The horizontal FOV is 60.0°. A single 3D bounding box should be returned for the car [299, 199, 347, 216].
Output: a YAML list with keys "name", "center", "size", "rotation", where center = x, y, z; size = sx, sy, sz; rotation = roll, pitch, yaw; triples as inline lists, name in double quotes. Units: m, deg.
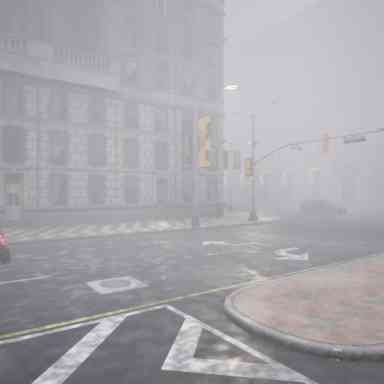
- name: "car"
  center: [12.908, 1.564, 32.655]
  size: [1.994, 1.385, 4.181]
  rotation: [0, 0, -36]

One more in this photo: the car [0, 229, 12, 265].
- name: "car"
  center: [-7.317, 1.352, 8.608]
  size: [4.553, 1.767, 2.097]
  rotation: [0, 0, -35]

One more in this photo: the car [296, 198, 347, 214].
- name: "car"
  center: [14.232, 1.492, 36.813]
  size: [2.128, 1.511, 4.902]
  rotation: [0, 0, -36]

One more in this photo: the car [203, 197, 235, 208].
- name: "car"
  center: [4.047, 1.547, 51.034]
  size: [2.033, 1.411, 5.357]
  rotation: [0, 0, -35]

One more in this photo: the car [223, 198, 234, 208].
- name: "car"
  center: [3.683, 1.504, 45.531]
  size: [1.837, 1.490, 4.892]
  rotation: [0, 0, -36]
